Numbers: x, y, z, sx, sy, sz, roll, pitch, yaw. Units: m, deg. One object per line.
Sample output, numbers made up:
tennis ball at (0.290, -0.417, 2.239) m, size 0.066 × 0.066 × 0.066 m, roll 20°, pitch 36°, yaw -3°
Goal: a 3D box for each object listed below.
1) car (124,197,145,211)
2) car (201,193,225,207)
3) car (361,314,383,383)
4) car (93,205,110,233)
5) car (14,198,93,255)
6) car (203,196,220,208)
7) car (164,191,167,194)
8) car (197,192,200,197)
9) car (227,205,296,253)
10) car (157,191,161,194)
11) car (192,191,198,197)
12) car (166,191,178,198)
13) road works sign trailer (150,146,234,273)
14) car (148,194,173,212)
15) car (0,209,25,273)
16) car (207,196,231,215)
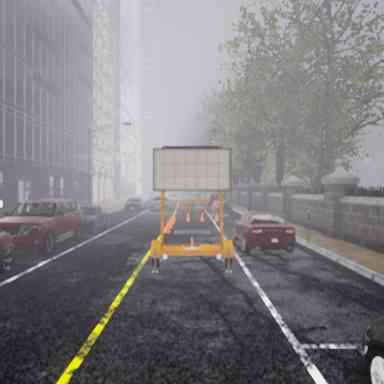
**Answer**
car at (-6.023, 1.221, 35.319) m, size 1.947 × 1.339 × 4.313 m, roll 0°, pitch 1°, yaw -1°
car at (2.508, 0.972, 35.286) m, size 2.192 × 1.841 × 5.009 m, roll 0°, pitch 1°, yaw -2°
car at (2.693, 1.533, 1.945) m, size 2.008 × 1.369 × 4.403 m, roll 0°, pitch 0°, yaw 0°
car at (-5.829, 1.398, 18.575) m, size 1.947 × 1.339 × 4.313 m, roll 0°, pitch 1°, yaw 0°
car at (-5.830, 1.201, 13.011) m, size 2.192 × 1.841 × 5.009 m, roll 0°, pitch 1°, yaw 0°
car at (2.361, 1.175, 40.847) m, size 1.802 × 1.307 × 4.206 m, roll 0°, pitch 1°, yaw -2°
car at (-7.187, 0.449, 79.786) m, size 2.192 × 1.841 × 5.009 m, roll 0°, pitch 1°, yaw -2°
car at (2.215, 1.079, 46.404) m, size 2.008 × 1.369 × 4.403 m, roll 0°, pitch 1°, yaw -2°
car at (2.695, 1.430, 13.067) m, size 1.887 × 1.381 × 4.507 m, roll 0°, pitch 1°, yaw 0°
car at (-6.606, 0.978, 57.558) m, size 1.802 × 1.307 × 4.206 m, roll 0°, pitch 1°, yaw -2°
car at (1.195, 0.620, 85.307) m, size 2.008 × 1.369 × 4.403 m, roll 0°, pitch 1°, yaw -2°
car at (-4.264, 0.761, 76.215) m, size 1.895 × 1.301 × 4.718 m, roll 0°, pitch 1°, yaw -2°
road works sign trailer at (0.002, 0.374, 10.339) m, size 2.380 × 3.560 × 2.880 m, roll 0°, pitch 1°, yaw 0°
car at (-3.277, 1.192, 34.390) m, size 1.812 × 1.442 × 4.674 m, roll 0°, pitch 1°, yaw -1°
car at (-5.832, 1.376, 7.454) m, size 1.967 × 1.590 × 4.097 m, roll 0°, pitch 0°, yaw 0°
car at (2.625, 1.300, 29.724) m, size 1.802 × 1.307 × 4.206 m, roll 0°, pitch 1°, yaw -1°
